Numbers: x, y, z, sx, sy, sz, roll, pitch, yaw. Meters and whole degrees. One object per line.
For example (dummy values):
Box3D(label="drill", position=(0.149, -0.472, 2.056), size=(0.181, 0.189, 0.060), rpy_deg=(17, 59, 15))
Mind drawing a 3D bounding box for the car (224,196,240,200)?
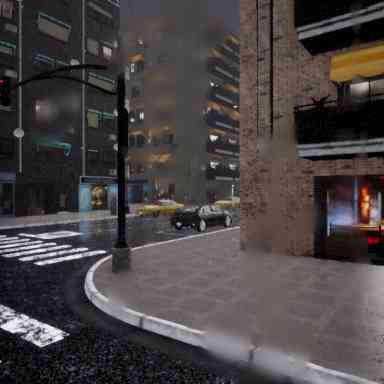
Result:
Box3D(label="car", position=(4.146, 1.111, 36.523), size=(1.752, 1.417, 4.829), rpy_deg=(1, 1, 36))

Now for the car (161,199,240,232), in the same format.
Box3D(label="car", position=(0.631, 1.332, 18.292), size=(2.008, 1.369, 4.403), rpy_deg=(1, 1, 36))

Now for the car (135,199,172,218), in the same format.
Box3D(label="car", position=(-2.524, 1.252, 27.351), size=(1.752, 1.417, 4.829), rpy_deg=(1, 1, 36))
